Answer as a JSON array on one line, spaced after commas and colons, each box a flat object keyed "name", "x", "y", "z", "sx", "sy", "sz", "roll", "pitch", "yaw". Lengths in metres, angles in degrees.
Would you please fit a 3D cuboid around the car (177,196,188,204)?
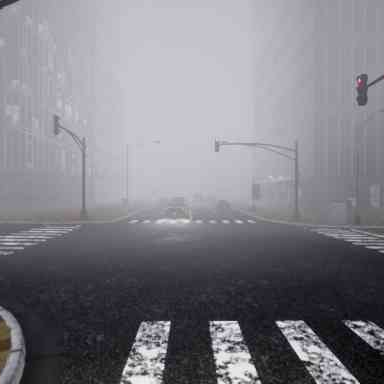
[{"name": "car", "x": -1.754, "y": 1.546, "z": 62.930, "sx": 2.033, "sy": 1.411, "sz": 5.357, "roll": 0, "pitch": 0, "yaw": 0}]

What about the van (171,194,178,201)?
[{"name": "van", "x": -4.440, "y": 1.315, "z": 85.957, "sx": 1.690, "sy": 1.788, "sz": 3.998, "roll": 0, "pitch": 0, "yaw": 0}]

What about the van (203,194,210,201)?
[{"name": "van", "x": 3.479, "y": 1.321, "z": 80.486, "sx": 1.690, "sy": 1.788, "sz": 3.998, "roll": 0, "pitch": 0, "yaw": 0}]

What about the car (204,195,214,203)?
[{"name": "car", "x": 3.559, "y": 1.432, "z": 69.431, "sx": 1.967, "sy": 1.590, "sz": 4.097, "roll": 0, "pitch": 0, "yaw": 0}]

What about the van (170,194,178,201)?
[{"name": "van", "x": -4.401, "y": 1.321, "z": 80.429, "sx": 1.690, "sy": 1.788, "sz": 3.998, "roll": 0, "pitch": 0, "yaw": 0}]

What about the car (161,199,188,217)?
[{"name": "car", "x": -1.581, "y": 1.618, "z": 31.824, "sx": 1.895, "sy": 1.301, "sz": 4.718, "roll": 0, "pitch": 0, "yaw": -1}]

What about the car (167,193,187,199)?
[{"name": "car", "x": -1.660, "y": 1.365, "z": 42.095, "sx": 2.097, "sy": 1.767, "sz": 4.553, "roll": 0, "pitch": 0, "yaw": -1}]

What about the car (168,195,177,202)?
[{"name": "car", "x": -4.361, "y": 1.426, "z": 74.902, "sx": 1.967, "sy": 1.590, "sz": 4.097, "roll": 0, "pitch": 0, "yaw": 0}]

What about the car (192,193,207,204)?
[{"name": "car", "x": 1.141, "y": 1.220, "z": 62.791, "sx": 2.150, "sy": 2.045, "sz": 5.566, "roll": 0, "pitch": 0, "yaw": 0}]

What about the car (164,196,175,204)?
[{"name": "car", "x": -4.281, "y": 1.564, "z": 63.847, "sx": 1.947, "sy": 1.339, "sz": 4.313, "roll": 0, "pitch": 0, "yaw": 0}]

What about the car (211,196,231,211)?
[{"name": "car", "x": 3.806, "y": 1.579, "z": 41.795, "sx": 1.947, "sy": 1.339, "sz": 4.313, "roll": 0, "pitch": 0, "yaw": 0}]

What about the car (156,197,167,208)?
[{"name": "car", "x": -4.163, "y": 1.592, "z": 47.264, "sx": 1.802, "sy": 1.307, "sz": 4.206, "roll": 0, "pitch": 0, "yaw": 0}]

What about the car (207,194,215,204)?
[{"name": "car", "x": 3.599, "y": 1.313, "z": 63.903, "sx": 2.192, "sy": 1.841, "sz": 5.009, "roll": 0, "pitch": 0, "yaw": 0}]
